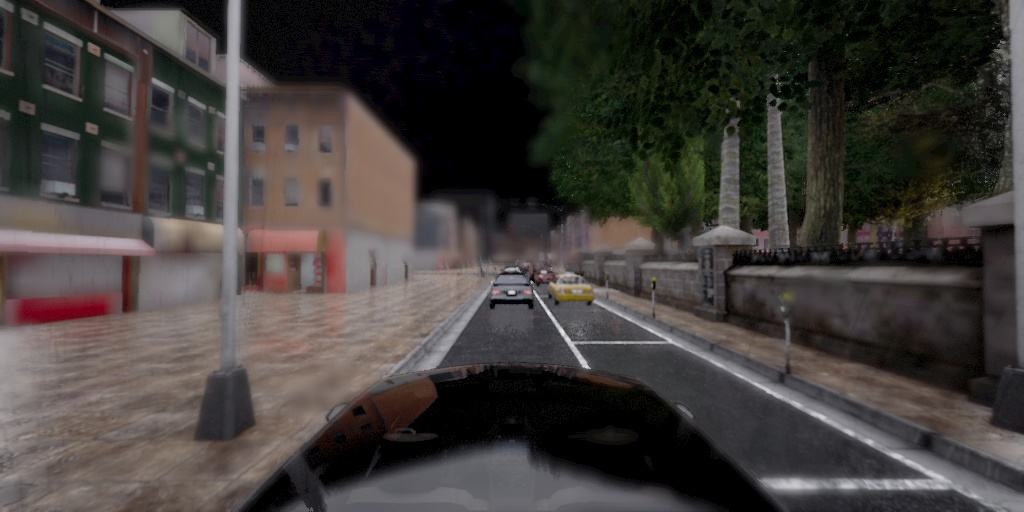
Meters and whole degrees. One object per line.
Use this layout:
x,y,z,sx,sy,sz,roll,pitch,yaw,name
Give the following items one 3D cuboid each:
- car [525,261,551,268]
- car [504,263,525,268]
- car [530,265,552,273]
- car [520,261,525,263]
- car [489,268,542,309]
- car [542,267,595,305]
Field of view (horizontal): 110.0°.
2.612,1.387,32.987,2.192,1.841,5.009,0,0,0,car
-0.019,1.578,31.256,1.812,1.442,4.674,0,0,0,car
2.617,1.594,27.539,1.802,1.307,4.207,0,0,0,car
2.590,1.931,59.414,1.888,1.381,4.507,0,0,0,car
-0.010,1.436,15.855,2.033,1.411,5.357,0,-1,0,car
2.626,1.422,16.811,1.751,1.417,4.829,0,0,0,car
